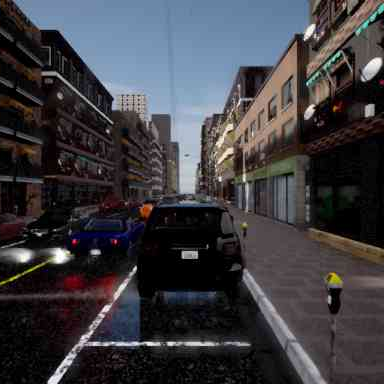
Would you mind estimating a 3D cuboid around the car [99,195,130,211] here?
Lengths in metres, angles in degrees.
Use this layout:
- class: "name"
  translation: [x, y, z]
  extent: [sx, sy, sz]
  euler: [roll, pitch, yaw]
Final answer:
- class: "car"
  translation: [-8.833, 1.314, 37.157]
  extent: [2.192, 1.841, 5.009]
  euler: [0, 0, 0]

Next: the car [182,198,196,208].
- class: "car"
  translation: [-0.454, 1.543, 48.426]
  extent: [1.887, 1.381, 4.507]
  euler: [0, 0, 0]

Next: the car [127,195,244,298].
- class: "car"
  translation: [-0.038, 1.229, 8.679]
  extent: [2.150, 2.045, 5.566]
  euler: [0, 0, 0]

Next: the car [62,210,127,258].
- class: "car"
  translation: [-3.045, 1.602, 12.740]
  extent: [1.895, 1.301, 4.718]
  euler: [0, 0, 0]

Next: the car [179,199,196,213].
- class: "car"
  translation: [-0.454, 1.525, 37.323]
  extent: [1.752, 1.417, 4.829]
  euler: [0, 0, 0]

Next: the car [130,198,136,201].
- class: "car"
  translation: [-8.834, 1.439, 42.793]
  extent: [1.967, 1.590, 4.097]
  euler: [0, 0, 0]

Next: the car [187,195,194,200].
- class: "car"
  translation: [-0.452, 1.513, 93.685]
  extent: [1.752, 1.417, 4.829]
  euler: [0, 0, 0]

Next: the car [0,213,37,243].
- class: "car"
  translation: [-8.835, 1.583, 14.612]
  extent: [1.802, 1.307, 4.206]
  euler: [0, 0, 0]

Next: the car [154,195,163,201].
- class: "car"
  translation: [-8.834, 1.541, 87.882]
  extent: [2.008, 1.369, 4.403]
  euler: [0, 0, 0]

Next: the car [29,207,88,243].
- class: "car"
  translation: [-6.245, 1.505, 16.042]
  extent: [1.837, 1.490, 4.892]
  euler: [0, 0, 0]

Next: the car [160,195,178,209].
- class: "car"
  translation: [-3.044, 1.350, 45.465]
  extent: [2.097, 1.767, 4.553]
  euler: [0, 0, 0]

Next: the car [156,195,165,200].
- class: "car"
  translation: [-8.834, 1.539, 93.519]
  extent: [2.008, 1.369, 4.403]
  euler: [0, 0, 0]

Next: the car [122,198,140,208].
- class: "car"
  translation: [-8.834, 1.543, 48.430]
  extent: [1.887, 1.381, 4.507]
  euler: [0, 0, 0]

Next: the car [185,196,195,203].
- class: "car"
  translation: [-0.453, 1.545, 70.970]
  extent: [2.008, 1.369, 4.403]
  euler: [0, 0, 0]
